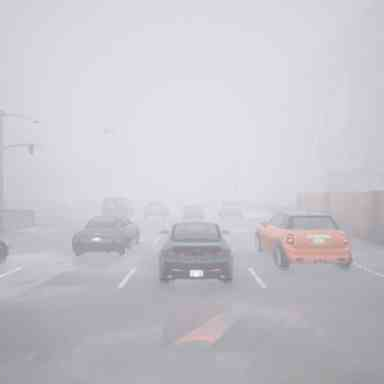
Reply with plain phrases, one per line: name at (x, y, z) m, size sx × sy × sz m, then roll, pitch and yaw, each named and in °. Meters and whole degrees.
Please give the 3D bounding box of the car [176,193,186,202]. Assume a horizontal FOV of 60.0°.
car at (-3.249, 1.856, 89.775) m, size 1.837 × 1.490 × 4.892 m, roll 0°, pitch 0°, yaw 0°

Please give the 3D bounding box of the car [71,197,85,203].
car at (-27.818, 2.010, 81.210) m, size 1.895 × 1.301 × 4.718 m, roll 0°, pitch 0°, yaw 0°

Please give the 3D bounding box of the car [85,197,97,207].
car at (-17.476, 1.915, 61.162) m, size 1.837 × 1.490 × 4.892 m, roll 0°, pitch 0°, yaw 0°

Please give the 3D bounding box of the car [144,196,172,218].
car at (-3.391, 1.596, 32.624) m, size 2.097 × 1.767 × 4.553 m, roll 0°, pitch 0°, yaw 0°

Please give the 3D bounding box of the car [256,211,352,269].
car at (3.603, 1.438, 11.590) m, size 2.097 × 1.767 × 4.553 m, roll 0°, pitch -1°, yaw 0°

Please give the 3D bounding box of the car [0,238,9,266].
car at (-6.897, 1.592, 8.917) m, size 1.812 × 1.442 × 4.674 m, roll 0°, pitch 0°, yaw 0°

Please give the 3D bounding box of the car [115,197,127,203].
car at (-17.318, 1.939, 81.161) m, size 1.812 × 1.442 × 4.674 m, roll 0°, pitch 0°, yaw 0°

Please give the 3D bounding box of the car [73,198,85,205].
car at (-24.396, 1.964, 71.546) m, size 2.128 × 1.511 × 4.902 m, roll 0°, pitch 0°, yaw 0°

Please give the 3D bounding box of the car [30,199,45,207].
car at (-27.976, 2.011, 61.186) m, size 1.895 × 1.301 × 4.718 m, roll 0°, pitch 0°, yaw 0°

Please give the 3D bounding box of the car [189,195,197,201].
car at (0.251, 1.834, 89.744) m, size 1.882 × 1.535 × 5.008 m, roll 0°, pitch 0°, yaw 0°

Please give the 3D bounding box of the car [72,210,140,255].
car at (-3.396, 1.667, 13.809) m, size 1.994 × 1.385 × 4.181 m, roll 0°, pitch 0°, yaw 0°

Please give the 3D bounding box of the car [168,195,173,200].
car at (-6.739, 1.907, 90.967) m, size 1.994 × 1.385 × 4.181 m, roll 0°, pitch 0°, yaw 0°

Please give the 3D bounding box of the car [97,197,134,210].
car at (-6.893, 1.456, 31.328) m, size 2.150 × 2.045 × 5.566 m, roll 0°, pitch 0°, yaw 0°

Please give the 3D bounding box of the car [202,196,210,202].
car at (3.755, 1.910, 90.128) m, size 1.994 × 1.385 × 4.181 m, roll 0°, pitch 0°, yaw 0°

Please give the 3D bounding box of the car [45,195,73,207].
car at (-24.474, 1.633, 61.432) m, size 2.150 × 2.045 × 5.566 m, roll 0°, pitch 0°, yaw 0°

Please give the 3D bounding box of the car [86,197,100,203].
car at (-24.313, 1.937, 81.850) m, size 2.128 × 1.511 × 4.902 m, roll 0°, pitch 0°, yaw 0°

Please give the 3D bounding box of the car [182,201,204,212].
car at (0.108, 1.768, 29.623) m, size 2.033 × 1.411 × 5.357 m, roll 0°, pitch 0°, yaw 0°

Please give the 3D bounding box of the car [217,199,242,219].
car at (3.609, 1.595, 32.585) m, size 2.097 × 1.767 × 4.553 m, roll 0°, pitch 0°, yaw 0°

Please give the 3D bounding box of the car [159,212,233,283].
car at (0.102, 1.581, 9.919) m, size 1.837 × 1.490 × 4.892 m, roll 0°, pitch 0°, yaw 0°

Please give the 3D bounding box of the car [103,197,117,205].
car at (-17.401, 1.917, 70.871) m, size 1.882 × 1.535 × 5.008 m, roll 0°, pitch 0°, yaw 0°
